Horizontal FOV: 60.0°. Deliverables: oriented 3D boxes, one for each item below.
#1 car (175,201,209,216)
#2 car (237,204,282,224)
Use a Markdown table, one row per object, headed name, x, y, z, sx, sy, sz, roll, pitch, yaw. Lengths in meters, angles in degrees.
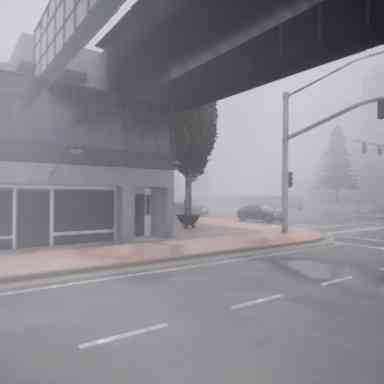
| name | x | y | z | sx | sy | sz | roll | pitch | yaw |
| --- | --- | --- | --- | --- | --- | --- | --- | --- | --- |
| car | -0.149 | 1.703 | 35.319 | 2.128 | 1.511 | 4.902 | 1 | 0 | -36 |
| car | 5.660 | 1.738 | 27.258 | 1.812 | 1.442 | 4.674 | 1 | 0 | -36 |
